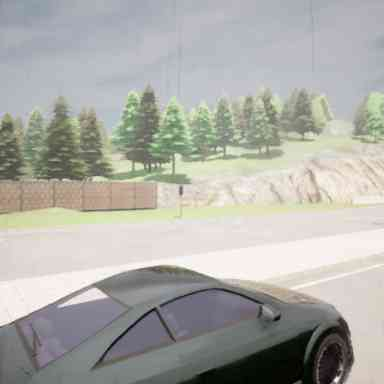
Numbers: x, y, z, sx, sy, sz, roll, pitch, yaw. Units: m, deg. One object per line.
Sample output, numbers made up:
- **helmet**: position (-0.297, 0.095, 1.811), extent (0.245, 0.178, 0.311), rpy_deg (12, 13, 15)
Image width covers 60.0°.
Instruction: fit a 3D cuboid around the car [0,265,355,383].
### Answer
- **car**: position (-0.069, 1.558, 3.697), extent (4.181, 1.385, 1.994), rpy_deg (0, 0, -35)
